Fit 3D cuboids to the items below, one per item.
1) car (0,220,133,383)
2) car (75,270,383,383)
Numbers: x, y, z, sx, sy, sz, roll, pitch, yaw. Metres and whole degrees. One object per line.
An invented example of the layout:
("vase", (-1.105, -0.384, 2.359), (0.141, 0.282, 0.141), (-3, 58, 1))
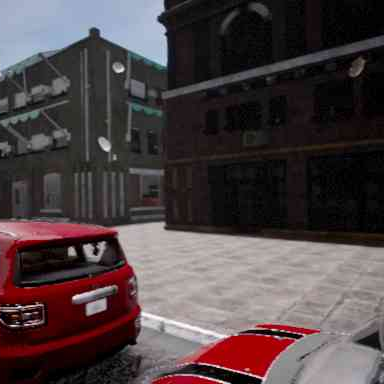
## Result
("car", (-2.989, 1.357, 5.029), (5.009, 1.841, 2.192), (-1, -1, 36))
("car", (1.470, 1.439, 1.844), (4.097, 1.590, 1.967), (-1, -1, 36))
